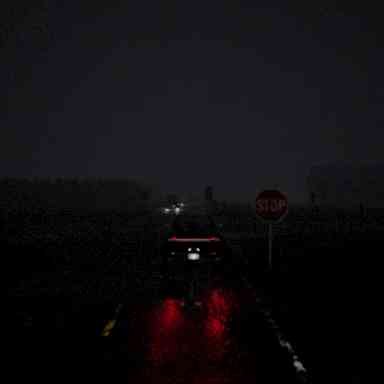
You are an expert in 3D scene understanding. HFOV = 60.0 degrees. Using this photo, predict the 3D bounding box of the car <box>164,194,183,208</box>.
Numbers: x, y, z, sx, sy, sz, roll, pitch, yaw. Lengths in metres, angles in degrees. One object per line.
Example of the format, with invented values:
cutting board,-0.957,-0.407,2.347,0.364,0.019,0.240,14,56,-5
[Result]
car,-2.866,1.281,50.107,2.150,2.045,5.566,0,0,0

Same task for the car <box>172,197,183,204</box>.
car,-2.811,1.668,65.650,1.994,1.385,4.181,0,0,0

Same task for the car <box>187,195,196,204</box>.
car,-0.053,1.650,69.262,2.033,1.411,5.357,0,0,0

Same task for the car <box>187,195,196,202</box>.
car,-0.060,1.526,79.681,2.128,1.511,4.902,0,0,0

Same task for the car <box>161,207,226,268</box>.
car,0.060,1.495,11.246,2.128,1.511,4.902,0,0,0
